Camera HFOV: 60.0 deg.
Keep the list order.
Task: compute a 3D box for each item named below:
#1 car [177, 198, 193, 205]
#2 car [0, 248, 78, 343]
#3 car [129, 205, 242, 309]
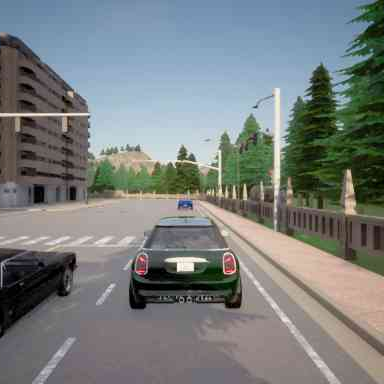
[{"bbox_3d":[-0.878,1.478,43.618,1.882,1.535,5.008,0,0,-1],"label":"car"},{"bbox_3d":[-3.548,1.601,5.660,1.895,1.301,4.718,0,0,-1],"label":"car"},{"bbox_3d":[-0.133,1.352,8.033,2.097,1.767,4.553,0,0,0],"label":"car"}]
